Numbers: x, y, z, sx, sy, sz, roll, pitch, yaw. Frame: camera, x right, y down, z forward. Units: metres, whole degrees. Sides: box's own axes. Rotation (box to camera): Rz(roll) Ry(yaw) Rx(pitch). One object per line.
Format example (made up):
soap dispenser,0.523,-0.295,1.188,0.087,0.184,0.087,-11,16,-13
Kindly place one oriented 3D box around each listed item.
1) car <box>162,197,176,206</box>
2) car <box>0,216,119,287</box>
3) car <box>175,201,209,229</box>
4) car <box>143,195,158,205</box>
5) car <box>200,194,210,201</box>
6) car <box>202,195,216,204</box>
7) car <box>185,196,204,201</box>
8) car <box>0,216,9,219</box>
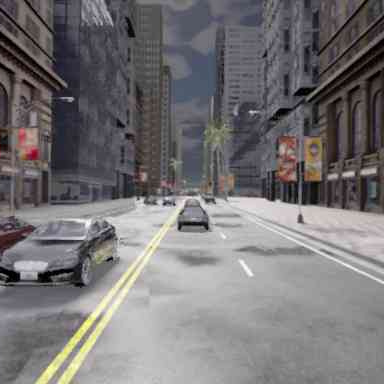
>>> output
car,-3.372,1.405,50.363,2.033,1.411,5.357,1,0,1
car,-3.357,1.456,9.302,2.128,1.511,4.902,1,0,0
car,0.073,1.550,21.746,1.994,1.385,4.181,1,0,0
car,-6.614,1.315,53.229,1.837,1.490,4.892,1,1,0
car,3.140,1.382,82.269,2.128,1.511,4.902,1,0,0
car,3.269,1.398,60.871,1.837,1.490,4.892,1,0,0
car,0.047,1.495,40.794,1.994,1.385,4.181,1,0,0
car,-6.609,1.493,10.803,1.994,1.385,4.181,1,0,0
